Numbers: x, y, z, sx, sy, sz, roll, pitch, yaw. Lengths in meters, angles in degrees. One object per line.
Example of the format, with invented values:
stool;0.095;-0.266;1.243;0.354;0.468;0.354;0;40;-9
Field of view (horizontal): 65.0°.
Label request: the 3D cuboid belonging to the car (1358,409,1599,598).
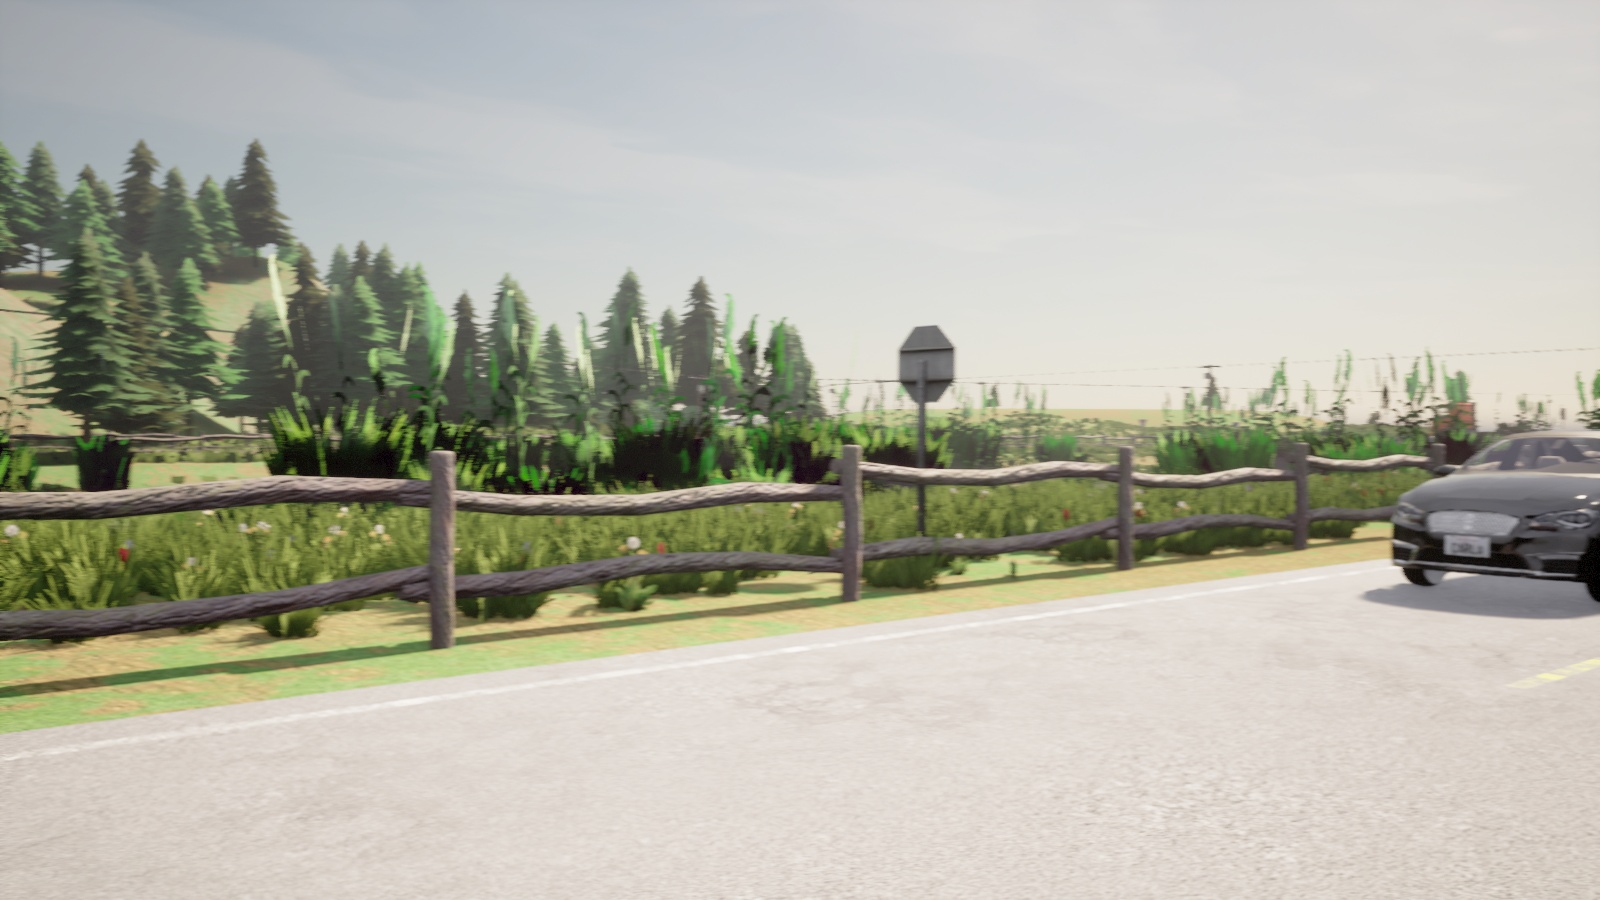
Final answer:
car;7.717;0.376;12.297;4.902;1.511;2.128;-1;1;-39
